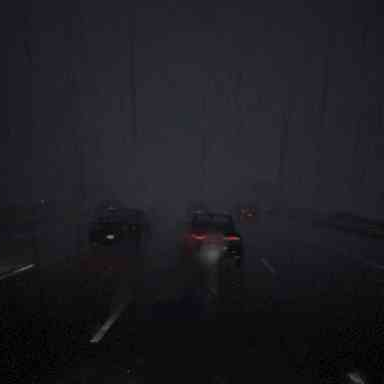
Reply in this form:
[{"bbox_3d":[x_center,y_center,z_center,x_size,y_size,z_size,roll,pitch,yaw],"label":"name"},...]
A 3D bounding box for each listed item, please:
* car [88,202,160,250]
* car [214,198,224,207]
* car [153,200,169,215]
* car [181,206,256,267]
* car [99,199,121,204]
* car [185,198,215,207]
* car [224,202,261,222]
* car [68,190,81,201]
[{"bbox_3d":[-2.755,1.403,13.992,1.882,1.535,5.008,1,0,2],"label":"car"},{"bbox_3d":[2.867,1.474,42.186,1.882,1.535,5.008,1,0,-7],"label":"car"},{"bbox_3d":[-3.225,1.455,32.288,1.994,1.385,4.181,1,0,-4],"label":"car"},{"bbox_3d":[0.667,1.488,11.493,2.128,1.511,4.902,1,0,2],"label":"car"},{"bbox_3d":[-6.364,1.342,26.358,1.837,1.490,4.892,1,0,-2],"label":"car"},{"bbox_3d":[0.448,1.458,29.850,2.128,1.511,4.902,1,0,-3],"label":"car"},{"bbox_3d":[4.123,1.521,26.794,1.882,1.535,5.008,1,0,-3],"label":"car"},{"bbox_3d":[-23.488,0.669,66.593,2.150,2.045,5.566,1,0,-15],"label":"car"}]
